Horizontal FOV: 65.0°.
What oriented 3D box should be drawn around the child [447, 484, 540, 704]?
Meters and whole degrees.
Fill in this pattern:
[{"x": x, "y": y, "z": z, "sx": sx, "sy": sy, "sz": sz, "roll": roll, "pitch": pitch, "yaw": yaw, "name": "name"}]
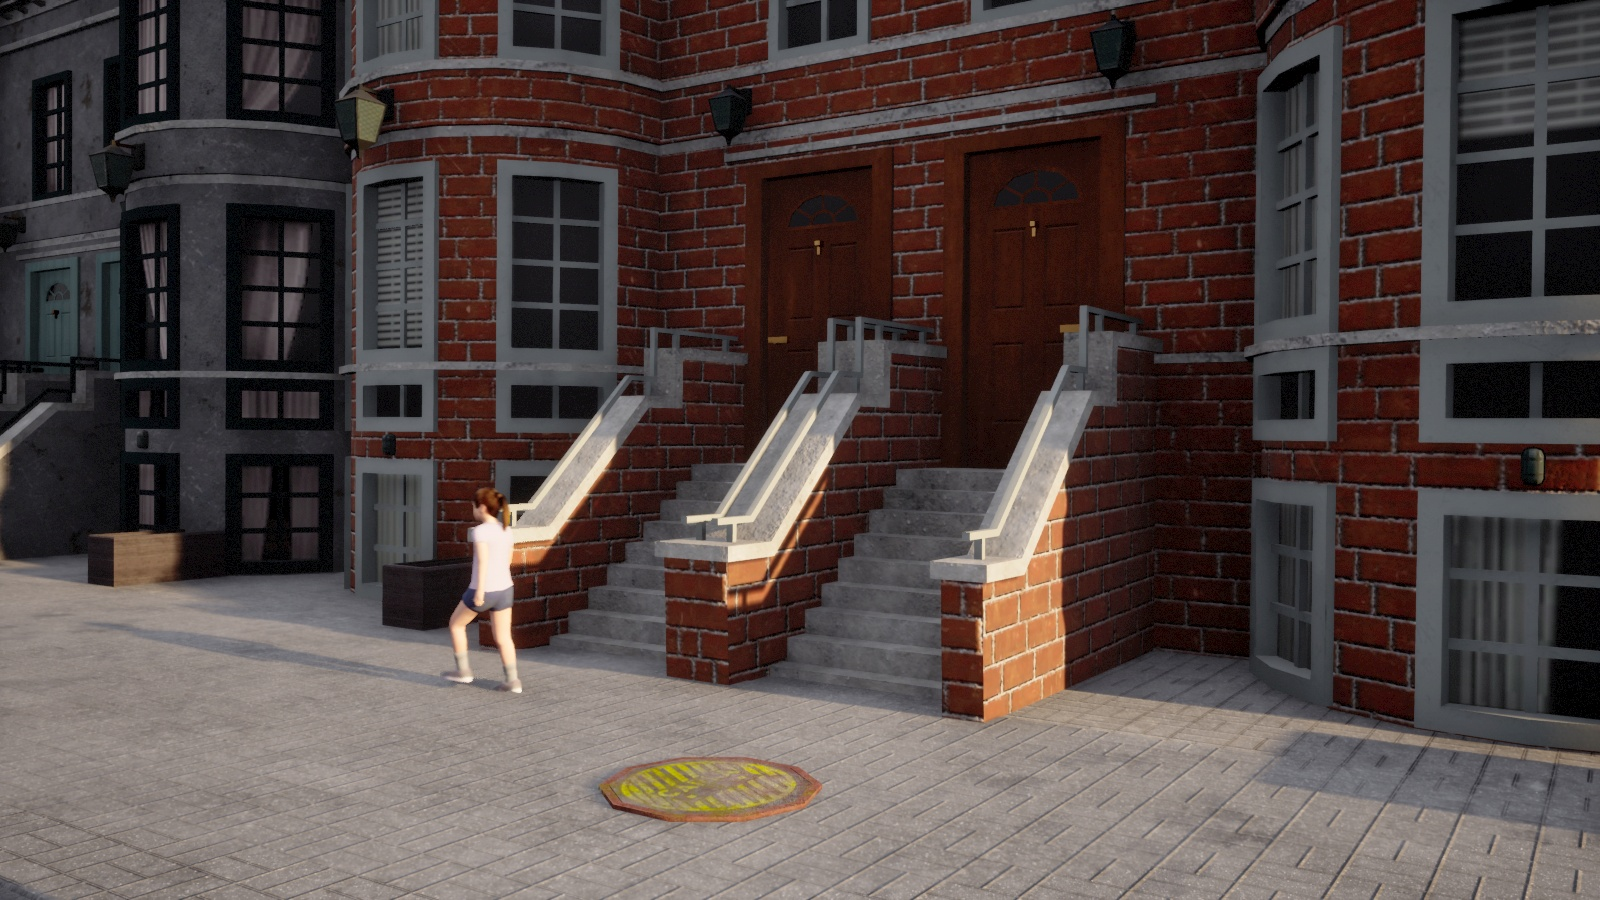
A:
[{"x": -1.620, "y": 0.745, "z": 6.638, "sx": 0.394, "sy": 1.110, "sz": 0.255, "roll": 0, "pitch": 1, "yaw": 29, "name": "child"}]
